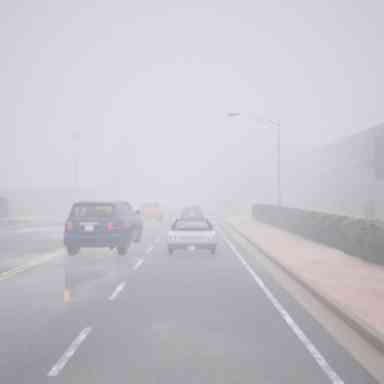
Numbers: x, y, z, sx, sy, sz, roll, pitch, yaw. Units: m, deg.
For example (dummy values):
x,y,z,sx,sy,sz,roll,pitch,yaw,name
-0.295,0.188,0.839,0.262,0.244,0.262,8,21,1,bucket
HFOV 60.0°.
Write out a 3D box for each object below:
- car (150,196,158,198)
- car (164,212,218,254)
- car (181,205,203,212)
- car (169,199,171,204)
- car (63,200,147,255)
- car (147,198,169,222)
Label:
x,y,z,sx,sy,sz,roll,pitch,yaw,name
-10.044,2.056,88.353,2.150,2.045,5.566,0,-1,2,car
0.000,1.734,14.097,1.895,1.301,4.718,0,0,0,car
0.003,1.840,29.292,1.994,1.385,4.181,0,0,0,car
-6.576,2.349,87.738,1.812,1.442,4.674,0,-1,2,car
-3.501,1.349,14.008,2.150,2.045,5.566,0,0,0,car
-3.500,1.624,29.075,2.097,1.767,4.553,0,-1,0,car
